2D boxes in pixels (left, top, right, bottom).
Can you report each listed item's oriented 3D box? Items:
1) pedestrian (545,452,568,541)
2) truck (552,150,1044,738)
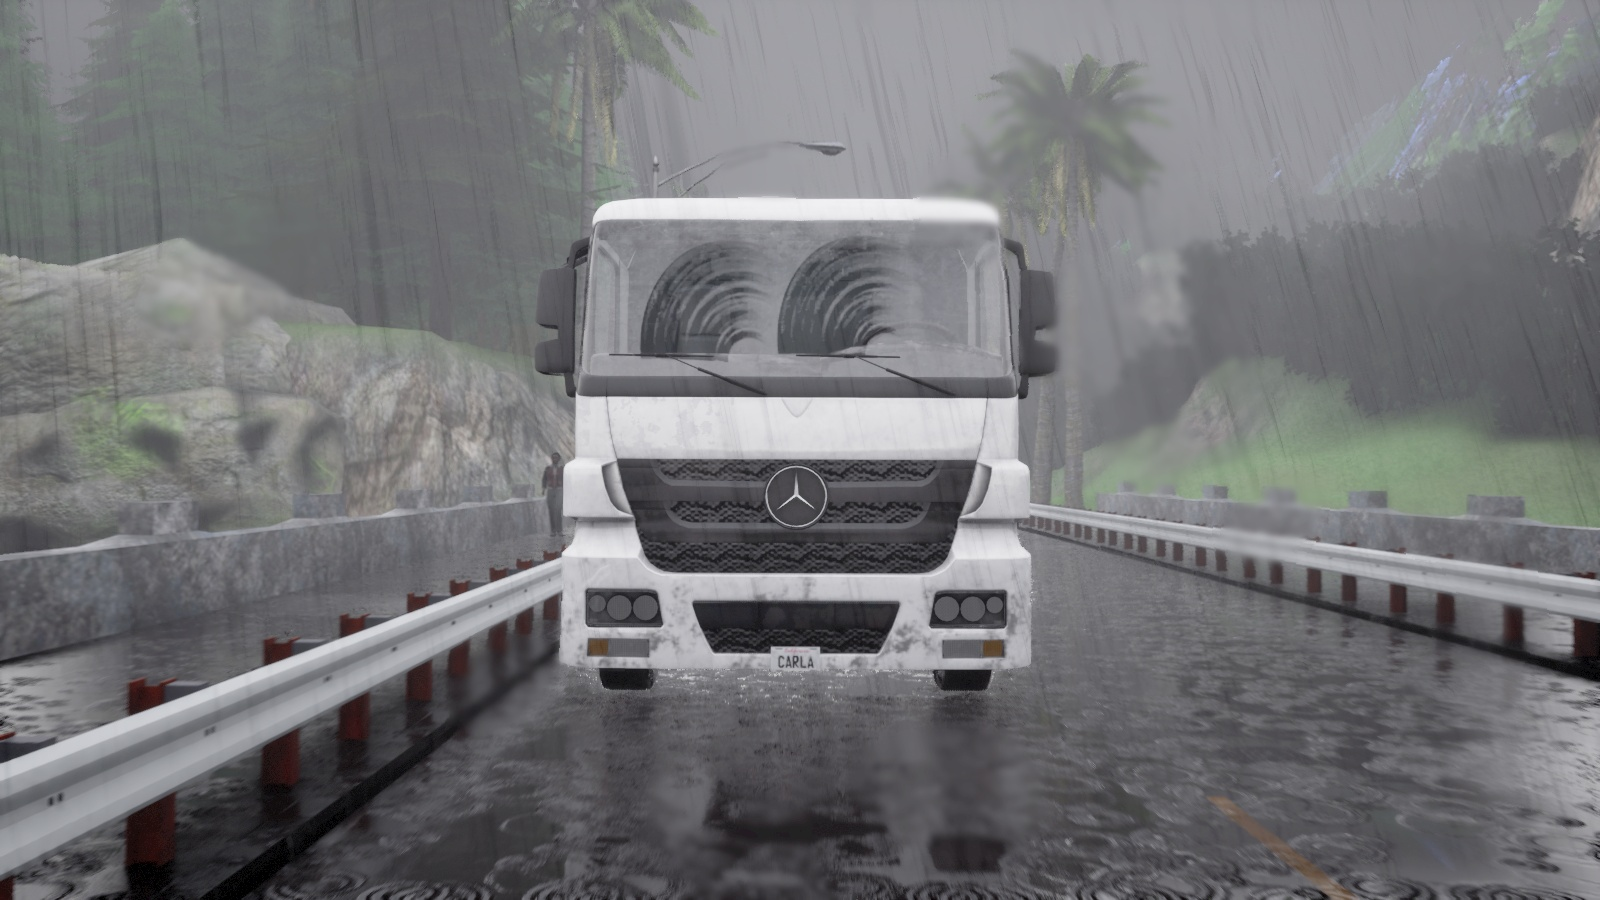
[{"bbox_3d":[-5.317,1.006,27.460,0.402,1.930,0.666,0,-1,-2],"label":"pedestrian"},{"bbox_3d":[-0.028,0.023,11.381,2.891,3.462,7.936,0,-1,0],"label":"truck"}]
